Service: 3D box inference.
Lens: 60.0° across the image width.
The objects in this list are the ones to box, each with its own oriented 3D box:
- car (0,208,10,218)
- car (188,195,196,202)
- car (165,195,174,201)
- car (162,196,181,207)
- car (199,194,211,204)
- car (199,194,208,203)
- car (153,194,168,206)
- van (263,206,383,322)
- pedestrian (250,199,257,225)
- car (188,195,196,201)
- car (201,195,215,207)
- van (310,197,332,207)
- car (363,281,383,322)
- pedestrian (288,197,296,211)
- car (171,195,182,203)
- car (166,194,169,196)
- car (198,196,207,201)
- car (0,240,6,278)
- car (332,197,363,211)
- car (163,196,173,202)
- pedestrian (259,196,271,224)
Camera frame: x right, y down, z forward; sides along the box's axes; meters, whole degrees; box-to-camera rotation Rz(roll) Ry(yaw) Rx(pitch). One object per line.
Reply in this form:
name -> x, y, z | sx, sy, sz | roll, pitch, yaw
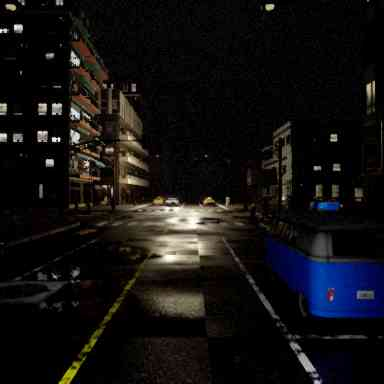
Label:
car -> -17.472, 1.530, 27.759 | 4.206, 1.307, 1.802 | 0, 0, 0
car -> -0.016, 1.606, 78.127 | 2.033, 1.411, 5.357 | 0, 0, 0
car -> -5.706, 1.605, 84.801 | 1.752, 1.417, 4.829 | 0, 0, 0
car -> -3.099, 1.629, 51.731 | 1.895, 1.301, 4.718 | 0, 0, 0
car -> 2.679, 1.365, 68.356 | 2.192, 1.841, 5.009 | 0, 0, 0
car -> 2.679, 1.624, 62.817 | 1.802, 1.307, 4.206 | 0, 0, 0
car -> -5.700, 1.560, 57.105 | 1.752, 1.417, 4.829 | 0, 0, 0
van -> 2.659, 1.341, 6.951 | 1.690, 1.788, 3.998 | 0, 0, 0
pedestrian -> 4.081, 1.298, 22.243 | 0.375, 1.860, 0.375 | 0, 0, 0
car -> -0.018, 1.454, 88.547 | 1.882, 1.535, 5.008 | 0, 0, 0
car -> 2.682, 1.554, 51.908 | 1.752, 1.417, 4.829 | 0, 0, 0
van -> 14.892, 1.421, 36.225 | 3.998, 1.788, 1.690 | 0, 0, 0
car -> 2.660, 1.582, 1.262 | 1.802, 1.307, 4.206 | 0, 0, 0
pedestrian -> 6.356, 1.145, 21.044 | 0.375, 1.860, 0.375 | 0, 0, 0
car -> -3.022, 1.596, 67.504 | 2.033, 1.411, 5.357 | 0, 0, 0
car -> -5.701, 1.365, 68.354 | 2.192, 1.841, 5.009 | 0, 0, 0
car -> 2.675, 1.630, 84.973 | 2.008, 1.369, 4.403 | 0, 0, 0
car -> -5.689, 1.566, 6.975 | 1.947, 1.339, 4.313 | 0, 0, 0
car -> 14.917, 1.354, 27.846 | 5.009, 1.841, 2.192 | 0, 0, 0
car -> -5.705, 1.620, 79.432 | 2.008, 1.369, 4.403 | 0, 0, 0
pedestrian -> 4.753, 1.144, 21.688 | 0.375, 1.860, 0.375 | 0, 0, 0
